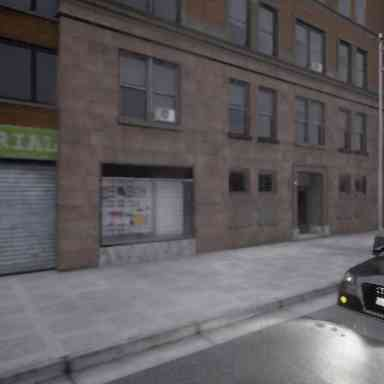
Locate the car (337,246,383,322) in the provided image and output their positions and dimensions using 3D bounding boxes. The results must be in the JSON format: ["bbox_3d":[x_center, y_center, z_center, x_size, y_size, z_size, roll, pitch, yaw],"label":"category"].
[{"bbox_3d":[4.683,1.571,6.404,4.181,1.385,1.994,0,0,-35],"label":"car"}]
